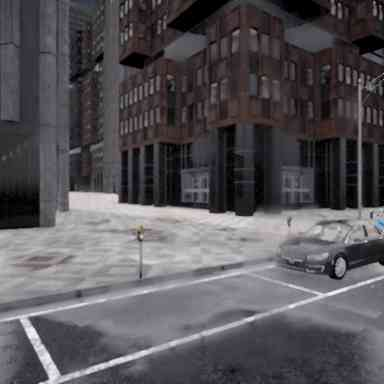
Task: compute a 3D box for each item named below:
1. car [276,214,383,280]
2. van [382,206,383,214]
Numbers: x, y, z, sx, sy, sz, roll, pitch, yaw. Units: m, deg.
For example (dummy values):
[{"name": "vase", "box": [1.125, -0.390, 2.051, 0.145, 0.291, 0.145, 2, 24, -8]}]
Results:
[{"name": "car", "box": [4.313, 1.511, 9.719, 4.403, 1.369, 2.008, 0, 0, -35]}, {"name": "van", "box": [8.813, 1.277, 12.924, 3.998, 1.788, 1.690, 0, 0, -35]}]
